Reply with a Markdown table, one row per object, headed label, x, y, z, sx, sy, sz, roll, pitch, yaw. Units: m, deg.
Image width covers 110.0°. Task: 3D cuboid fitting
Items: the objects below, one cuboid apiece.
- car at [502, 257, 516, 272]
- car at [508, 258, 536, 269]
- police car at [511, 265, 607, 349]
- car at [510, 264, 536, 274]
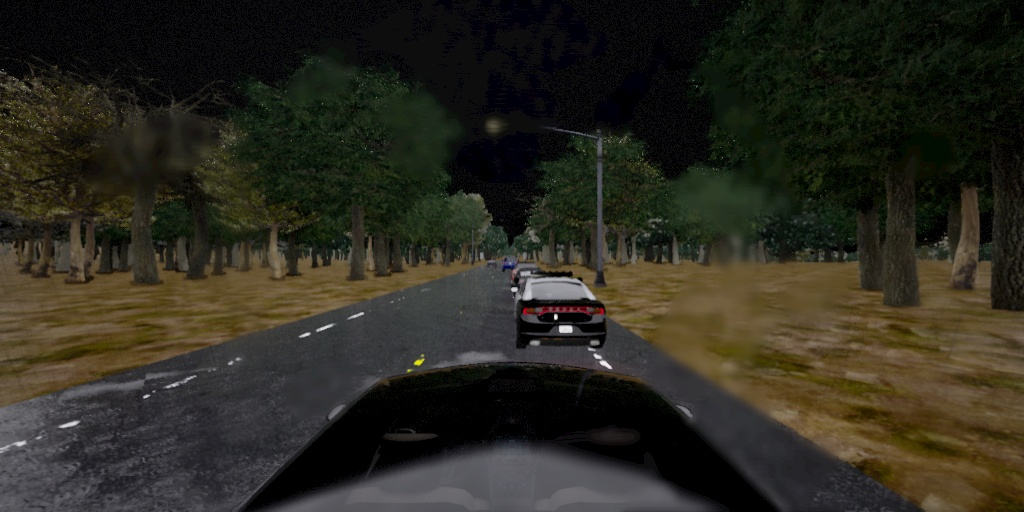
| label | x | y | z | sx | sy | sz | roll | pitch | yaw |
| --- | --- | --- | --- | --- | --- | --- | --- | --- | --- |
| car | -0.192 | 1.138 | 49.332 | 2.150 | 2.045 | 5.566 | 0 | 0 | 0 |
| car | 0.942 | 1.193 | 25.306 | 2.097 | 1.767 | 4.553 | 0 | 0 | 0 |
| police car | 1.016 | 1.208 | 9.441 | 1.930 | 1.638 | 5.238 | 0 | 0 | 0 |
| car | 0.971 | 1.347 | 19.333 | 1.812 | 1.442 | 4.674 | 0 | 0 | 0 |
